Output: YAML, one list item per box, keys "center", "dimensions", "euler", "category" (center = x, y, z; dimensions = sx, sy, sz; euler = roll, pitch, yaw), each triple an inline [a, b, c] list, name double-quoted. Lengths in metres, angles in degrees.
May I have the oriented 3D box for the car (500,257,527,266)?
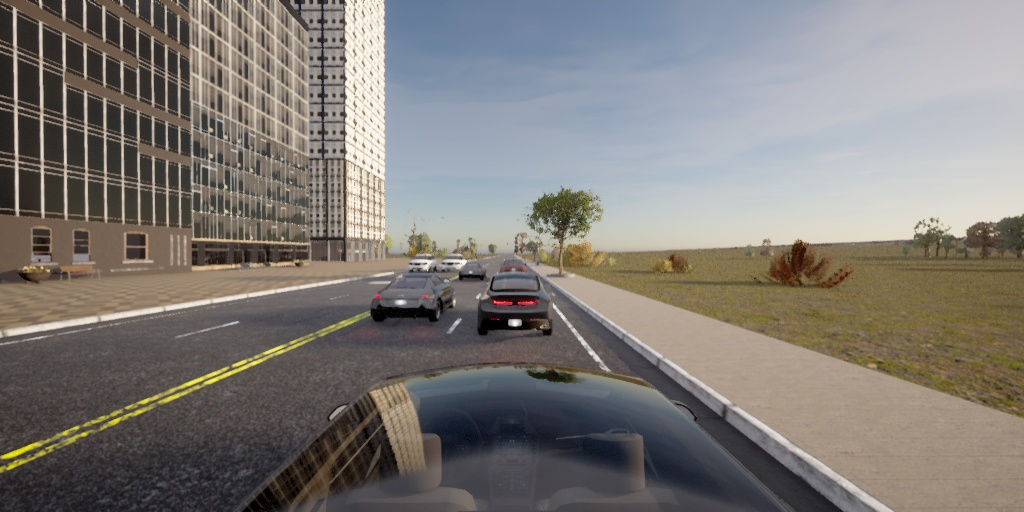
- center: [0.113, 0.983, 28.346]
  dimensions: [2.097, 1.767, 4.553]
  euler: [0, 0, 0]
  category: "car"

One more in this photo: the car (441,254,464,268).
- center: [-6.577, 0.799, 40.783]
  dimensions: [2.150, 2.045, 5.566]
  euler: [0, 0, 0]
  category: "car"

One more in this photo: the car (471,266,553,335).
- center: [0.100, 1.216, 10.330]
  dimensions: [1.837, 1.490, 4.892]
  euler: [0, 0, 1]
  category: "car"

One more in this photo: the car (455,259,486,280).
- center: [-3.137, 1.191, 29.201]
  dimensions: [1.994, 1.385, 4.181]
  euler: [0, 0, 0]
  category: "car"

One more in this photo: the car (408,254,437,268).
- center: [-9.827, 0.803, 39.921]
  dimensions: [2.150, 2.045, 5.566]
  euler: [0, 0, 0]
  category: "car"

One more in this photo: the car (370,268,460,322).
- center: [-3.143, 1.267, 12.128]
  dimensions: [1.994, 1.385, 4.181]
  euler: [0, 0, 0]
  category: "car"
